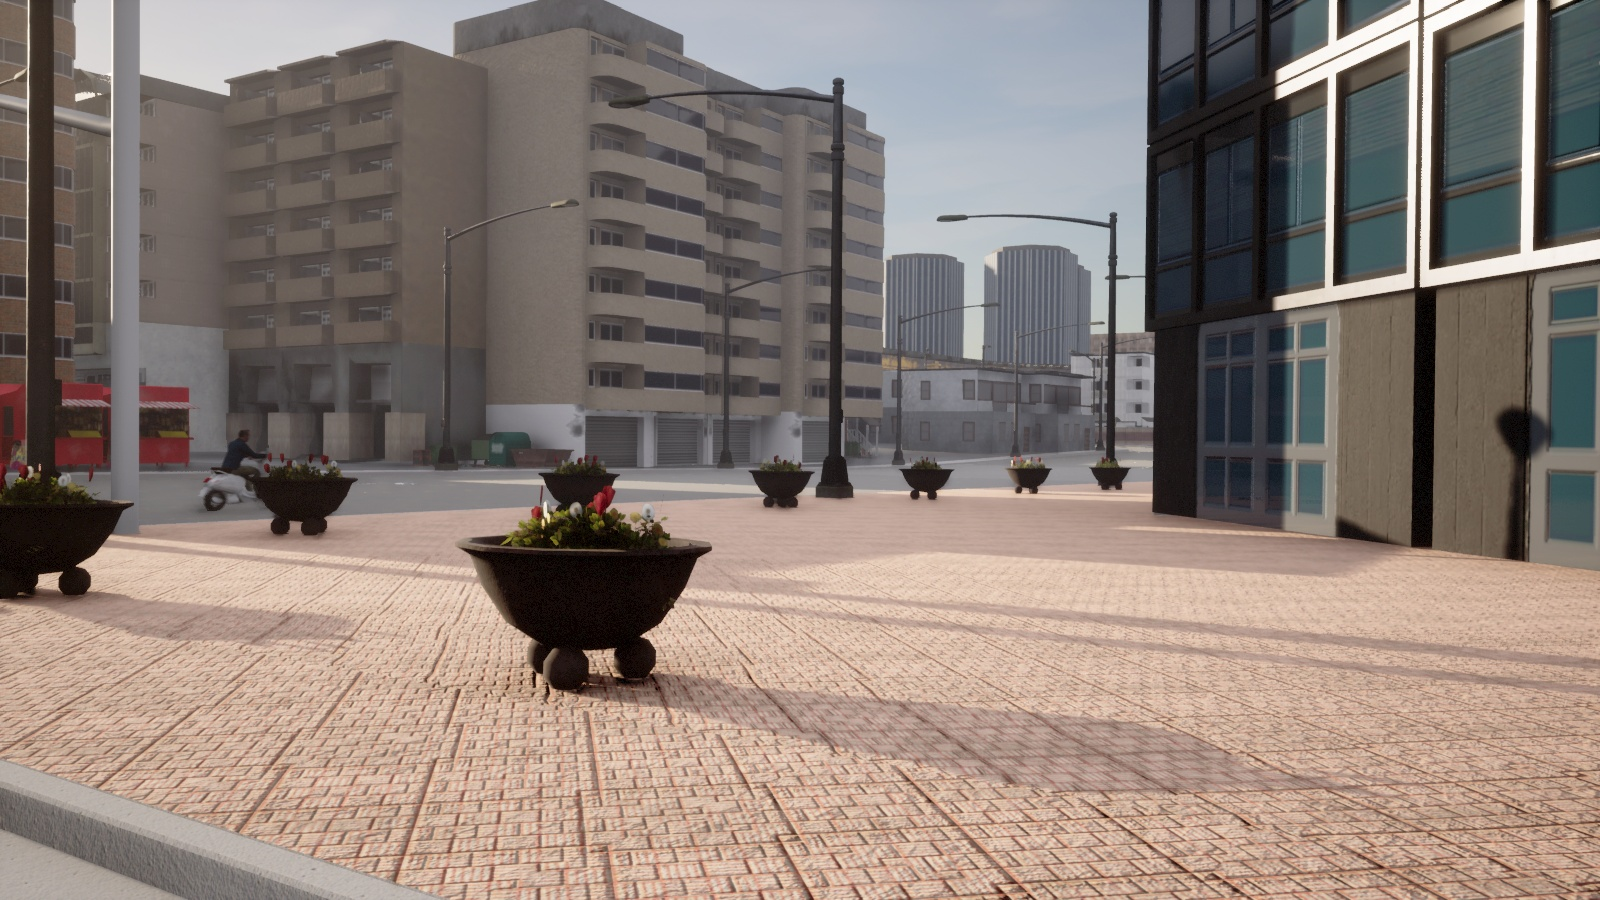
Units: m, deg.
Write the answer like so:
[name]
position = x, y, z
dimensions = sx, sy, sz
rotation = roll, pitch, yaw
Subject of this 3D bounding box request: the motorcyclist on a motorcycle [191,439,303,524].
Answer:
[motorcyclist on a motorcycle]
position = -10.760, 0.582, 24.493
dimensions = 0.866, 1.590, 1.817
rotation = 0, 0, 33
